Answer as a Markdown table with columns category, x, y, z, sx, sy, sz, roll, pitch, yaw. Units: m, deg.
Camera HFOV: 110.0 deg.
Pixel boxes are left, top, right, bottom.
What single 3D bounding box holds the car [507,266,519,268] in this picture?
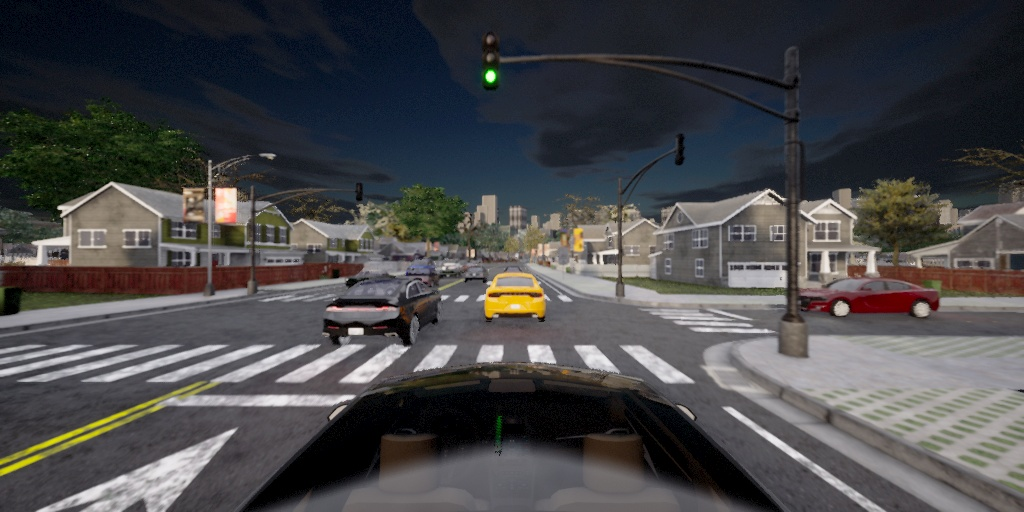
| category | x | y | z | sx | sy | sz | roll | pitch | yaw |
| --- | --- | --- | --- | --- | --- | --- | --- | --- | --- |
| car | 0.105 | 1.677 | 34.771 | 1.994 | 1.385 | 4.181 | 0 | -1 | 0 |

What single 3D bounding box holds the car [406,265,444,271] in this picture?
| category | x | y | z | sx | sy | sz | roll | pitch | yaw |
| --- | --- | --- | --- | --- | --- | --- | --- | --- | --- |
| car | -6.590 | 1.589 | 26.435 | 1.994 | 1.385 | 4.181 | 0 | -1 | 0 |

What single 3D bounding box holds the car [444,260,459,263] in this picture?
| category | x | y | z | sx | sy | sz | roll | pitch | yaw |
| --- | --- | --- | --- | --- | --- | --- | --- | --- | --- |
| car | -9.764 | 1.581 | 58.266 | 2.150 | 2.045 | 5.566 | 0 | -1 | 0 |

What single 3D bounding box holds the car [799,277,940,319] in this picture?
| category | x | y | z | sx | sy | sz | roll | pitch | yaw |
| --- | --- | --- | --- | --- | --- | --- | --- | --- | --- |
| car | 14.020 | 1.594 | 14.448 | 5.008 | 1.535 | 1.882 | 0 | 0 | 0 |

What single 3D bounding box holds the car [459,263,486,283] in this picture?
| category | x | y | z | sx | sy | sz | roll | pitch | yaw |
| --- | --- | --- | --- | --- | --- | --- | --- | --- | --- |
| car | -3.145 | 1.636 | 32.486 | 2.033 | 1.411 | 5.357 | 0 | -1 | 0 |

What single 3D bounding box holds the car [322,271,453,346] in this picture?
| category | x | y | z | sx | sy | sz | roll | pitch | yaw |
| --- | --- | --- | --- | --- | --- | --- | --- | --- | --- |
| car | -3.149 | 1.333 | 9.662 | 2.128 | 1.511 | 4.902 | 0 | -1 | 0 |

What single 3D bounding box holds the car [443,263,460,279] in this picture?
| category | x | y | z | sx | sy | sz | roll | pitch | yaw |
| --- | --- | --- | --- | --- | --- | --- | --- | --- | --- |
| car | -6.585 | 1.760 | 39.165 | 1.895 | 1.301 | 4.718 | 0 | -1 | 0 |

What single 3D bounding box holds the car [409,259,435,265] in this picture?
| category | x | y | z | sx | sy | sz | roll | pitch | yaw |
| --- | --- | --- | --- | --- | --- | --- | --- | --- | --- |
| car | -9.835 | 1.384 | 39.342 | 2.150 | 2.045 | 5.566 | 0 | -1 | 0 |

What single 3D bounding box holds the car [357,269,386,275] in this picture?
| category | x | y | z | sx | sy | sz | roll | pitch | yaw |
| --- | --- | --- | --- | --- | --- | --- | --- | --- | --- |
| car | -9.845 | 1.611 | 25.109 | 1.895 | 1.301 | 4.718 | 0 | -1 | 0 |

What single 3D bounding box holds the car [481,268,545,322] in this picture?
| category | x | y | z | sx | sy | sz | roll | pitch | yaw |
| --- | --- | --- | --- | --- | --- | --- | --- | --- | --- |
| car | 0.101 | 1.355 | 12.968 | 1.882 | 1.535 | 5.008 | 0 | -1 | 0 |
